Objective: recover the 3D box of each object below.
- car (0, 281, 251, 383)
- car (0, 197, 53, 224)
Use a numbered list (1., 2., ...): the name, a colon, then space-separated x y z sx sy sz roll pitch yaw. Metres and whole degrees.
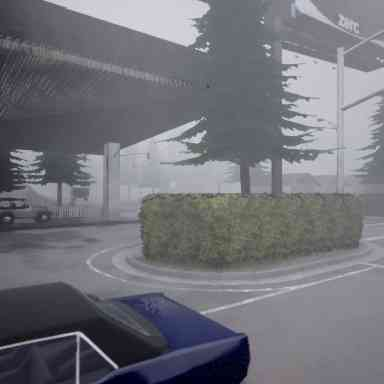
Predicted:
1. car: -1.834 1.601 2.681 4.718 1.301 1.895 0 0 -35
2. car: -12.003 1.313 23.463 3.866 1.878 1.905 0 0 -36
